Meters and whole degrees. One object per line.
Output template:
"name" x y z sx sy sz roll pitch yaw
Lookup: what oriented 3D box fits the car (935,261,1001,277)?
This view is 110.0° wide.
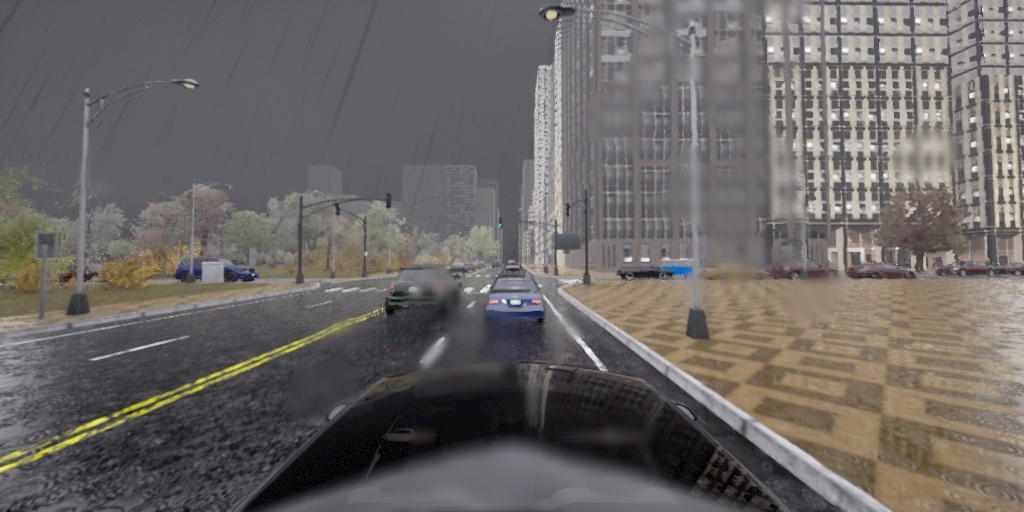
"car" 43.891 1.197 34.829 4.097 1.591 1.967 0 0 -1

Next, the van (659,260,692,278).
"van" 15.924 1.231 34.469 3.998 1.789 1.690 0 0 -1

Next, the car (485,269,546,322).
"car" 0.092 1.330 12.382 2.033 1.411 5.357 0 0 0

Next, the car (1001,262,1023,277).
"car" 49.484 1.278 34.900 4.507 1.381 1.888 0 0 -1

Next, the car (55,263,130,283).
"car" -32.940 1.331 28.163 4.553 1.767 2.097 0 -2 0

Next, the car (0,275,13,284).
"car" -42.884 1.587 28.205 5.357 1.411 2.033 0 -2 1

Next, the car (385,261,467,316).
"car" -3.158 1.140 13.778 2.097 1.767 4.553 0 0 0

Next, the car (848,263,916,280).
"car" 27.307 1.158 26.594 4.207 1.307 1.802 0 0 -1

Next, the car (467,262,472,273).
"car" -6.614 1.436 45.115 1.882 1.535 5.008 0 0 0

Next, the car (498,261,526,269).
"car" 0.083 1.371 29.511 1.837 1.490 4.892 0 0 0

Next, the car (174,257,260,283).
"car" -23.160 1.143 28.252 5.566 2.045 2.150 0 -2 -1

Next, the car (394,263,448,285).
"car" -7.199 1.363 28.047 1.837 1.490 4.892 4 -3 -45

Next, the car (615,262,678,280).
"car" 11.693 1.430 31.838 4.718 1.301 1.895 0 -2 0

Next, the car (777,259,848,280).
"car" 21.723 1.043 26.522 4.097 1.591 1.967 0 0 -1

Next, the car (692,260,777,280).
"car" 16.309 1.156 26.452 4.829 1.417 1.751 0 0 -1

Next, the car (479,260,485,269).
"car" -6.535 1.595 64.532 2.128 1.511 4.902 0 0 0

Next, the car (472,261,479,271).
"car" -6.599 1.585 54.333 1.994 1.385 4.181 0 0 0
